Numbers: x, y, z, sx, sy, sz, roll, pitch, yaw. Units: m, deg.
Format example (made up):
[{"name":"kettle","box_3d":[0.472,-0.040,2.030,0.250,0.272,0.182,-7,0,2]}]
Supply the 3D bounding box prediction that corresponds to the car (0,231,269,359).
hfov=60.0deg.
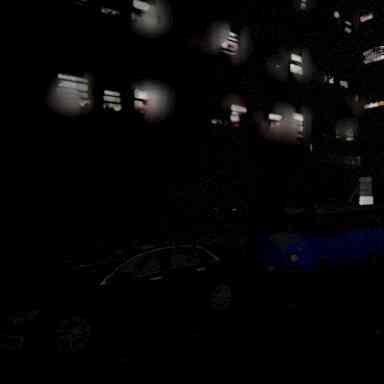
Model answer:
[{"name":"car","box_3d":[-0.966,1.533,5.844,4.403,1.369,2.008,-1,0,-36]}]

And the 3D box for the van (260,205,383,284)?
[{"name":"van","box_3d":[3.590,1.282,9.101,3.998,1.788,1.690,-1,0,-36]}]
